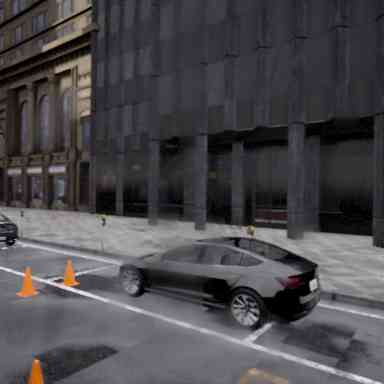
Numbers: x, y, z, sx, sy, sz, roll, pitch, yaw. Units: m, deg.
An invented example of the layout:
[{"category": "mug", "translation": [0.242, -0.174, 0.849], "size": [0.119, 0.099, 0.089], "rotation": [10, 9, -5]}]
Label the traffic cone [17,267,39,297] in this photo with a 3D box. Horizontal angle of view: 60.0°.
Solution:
[{"category": "traffic cone", "translation": [-3.557, 1.924, 7.228], "size": [0.340, 0.580, 0.340], "rotation": [1, 0, 36]}]

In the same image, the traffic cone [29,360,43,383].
[{"category": "traffic cone", "translation": [-1.525, 1.944, 3.244], "size": [0.340, 0.580, 0.340], "rotation": [1, 0, 36]}]

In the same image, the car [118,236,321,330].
[{"category": "car", "translation": [0.376, 1.583, 6.862], "size": [4.313, 1.339, 1.947], "rotation": [1, 0, 36]}]

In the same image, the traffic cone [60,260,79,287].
[{"category": "traffic cone", "translation": [-2.963, 1.932, 8.032], "size": [0.340, 0.580, 0.340], "rotation": [1, 0, 36]}]

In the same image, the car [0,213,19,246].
[{"category": "car", "translation": [-8.761, 1.461, 13.602], "size": [4.403, 1.369, 2.008], "rotation": [1, 0, 36]}]
